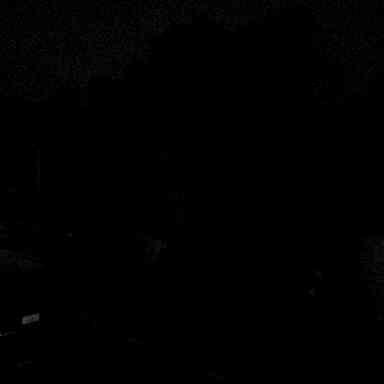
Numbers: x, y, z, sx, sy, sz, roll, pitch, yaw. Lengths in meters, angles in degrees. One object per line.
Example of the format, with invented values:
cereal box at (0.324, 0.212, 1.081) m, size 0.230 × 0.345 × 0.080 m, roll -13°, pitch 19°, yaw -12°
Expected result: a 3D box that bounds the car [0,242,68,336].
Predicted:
car at (-4.006, 1.634, 6.314) m, size 4.403 × 1.369 × 2.008 m, roll 0°, pitch -2°, yaw 41°
